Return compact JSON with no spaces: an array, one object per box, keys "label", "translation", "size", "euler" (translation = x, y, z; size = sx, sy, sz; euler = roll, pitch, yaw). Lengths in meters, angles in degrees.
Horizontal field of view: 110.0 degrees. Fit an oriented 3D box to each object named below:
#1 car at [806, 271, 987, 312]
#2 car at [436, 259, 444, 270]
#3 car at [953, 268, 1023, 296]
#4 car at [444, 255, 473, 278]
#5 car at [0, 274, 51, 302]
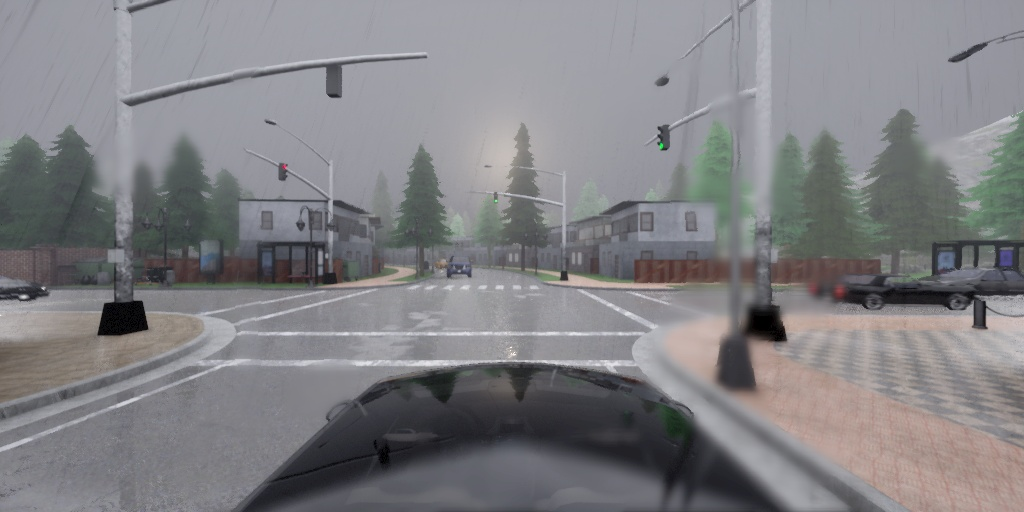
[{"label":"car","translation":[14.243,1.333,13.580],"size":[4.718,1.301,1.895],"euler":[0,0,2]},{"label":"car","translation":[-9.583,1.183,51.141],"size":[1.882,1.535,5.008],"euler":[0,0,-24]},{"label":"car","translation":[22.147,1.279,16.945],"size":[5.357,1.411,2.033],"euler":[0,0,2]},{"label":"car","translation":[-4.857,0.927,33.382],"size":[2.150,2.045,5.566],"euler":[0,1,-7]},{"label":"car","translation":[-22.502,1.279,14.674],"size":[5.357,1.411,2.033],"euler":[0,0,2]}]
